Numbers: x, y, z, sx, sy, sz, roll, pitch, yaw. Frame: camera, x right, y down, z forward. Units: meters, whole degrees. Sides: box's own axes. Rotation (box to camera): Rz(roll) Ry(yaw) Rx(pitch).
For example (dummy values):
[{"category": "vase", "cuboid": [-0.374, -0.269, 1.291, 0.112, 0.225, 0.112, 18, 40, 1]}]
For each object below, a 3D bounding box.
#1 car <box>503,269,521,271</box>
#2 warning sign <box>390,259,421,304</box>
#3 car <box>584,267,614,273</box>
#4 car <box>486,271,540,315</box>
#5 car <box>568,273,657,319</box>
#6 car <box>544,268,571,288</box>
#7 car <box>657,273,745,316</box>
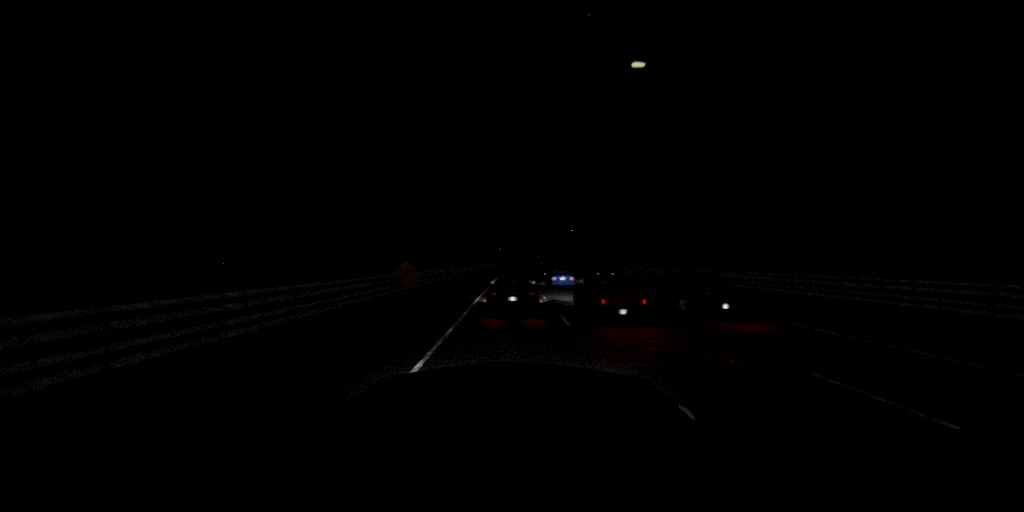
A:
[{"category": "car", "cuboid": [0.033, 1.702, 28.554, 1.895, 1.301, 4.718, 0, -1, 1]}, {"category": "warning sign", "cuboid": [-4.553, 1.044, 15.344, 1.300, 1.860, 1.060, 0, 0, 0]}, {"category": "car", "cuboid": [7.040, 1.602, 29.173, 2.128, 1.511, 4.902, 0, -1, 1]}, {"category": "car", "cuboid": [0.047, 1.481, 14.457, 1.994, 1.385, 4.181, 0, -1, 1]}, {"category": "car", "cuboid": [3.536, 1.506, 13.559, 1.895, 1.301, 4.718, 0, -1, 1]}, {"category": "car", "cuboid": [3.518, 1.629, 27.039, 2.033, 1.411, 5.357, 0, -1, 0]}, {"category": "car", "cuboid": [7.043, 1.420, 14.207, 1.837, 1.490, 4.892, 0, 0, 1]}]
